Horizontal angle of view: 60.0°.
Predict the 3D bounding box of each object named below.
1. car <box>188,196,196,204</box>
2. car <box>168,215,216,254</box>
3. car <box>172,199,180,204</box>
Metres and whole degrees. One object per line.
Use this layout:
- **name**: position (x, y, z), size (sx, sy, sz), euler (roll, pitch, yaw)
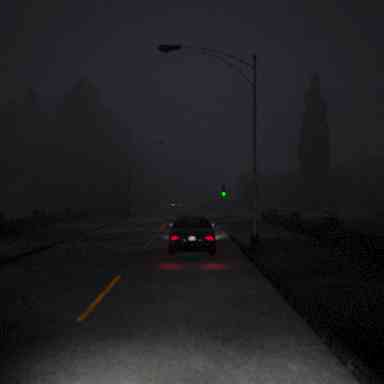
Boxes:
- **car**: position (0.020, 2.008, 86.750), size (2.150, 2.045, 5.566), euler (0, -1, 0)
- **car**: position (0.004, 1.679, 13.987), size (2.033, 1.411, 5.357), euler (0, -1, 0)
- **car**: position (-3.981, 2.387, 84.832), size (1.895, 1.301, 4.718), euler (0, -1, 0)
